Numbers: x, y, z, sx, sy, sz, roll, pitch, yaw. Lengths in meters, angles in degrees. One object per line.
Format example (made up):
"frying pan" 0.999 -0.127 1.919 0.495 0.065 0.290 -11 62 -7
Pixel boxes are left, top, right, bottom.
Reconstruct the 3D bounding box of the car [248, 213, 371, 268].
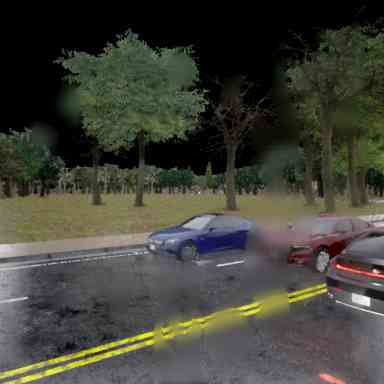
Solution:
"car" 4.355 1.477 10.803 5.008 1.535 1.882 0 0 -36

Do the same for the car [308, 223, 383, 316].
"car" 4.713 1.505 6.816 4.892 1.490 1.837 0 0 -36

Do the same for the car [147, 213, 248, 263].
"car" 0.621 1.526 12.127 4.674 1.442 1.812 0 0 -36
